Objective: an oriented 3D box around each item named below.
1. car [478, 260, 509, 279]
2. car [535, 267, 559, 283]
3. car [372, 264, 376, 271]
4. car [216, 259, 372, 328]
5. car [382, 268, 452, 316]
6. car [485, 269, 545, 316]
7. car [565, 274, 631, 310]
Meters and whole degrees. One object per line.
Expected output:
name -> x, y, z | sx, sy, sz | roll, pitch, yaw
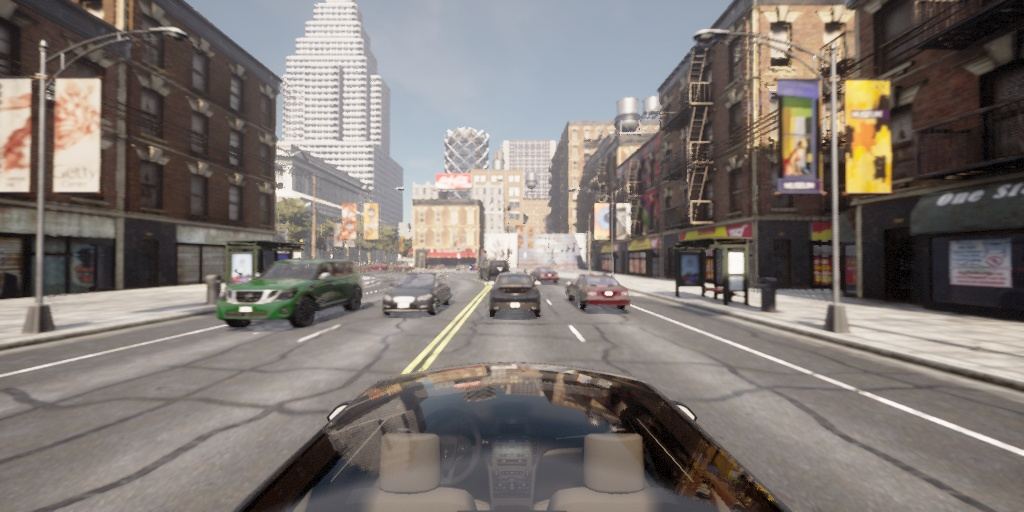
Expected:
car -> -1.930, 1.423, 36.721 | 2.150, 2.045, 5.566 | 1, -1, -17
car -> 2.705, 1.696, 32.498 | 2.033, 1.411, 5.357 | 0, -1, -10
car -> -24.412, 2.023, 57.109 | 4.181, 1.385, 1.994 | 0, -1, 28
car -> -7.092, 1.106, 12.316 | 2.150, 2.045, 5.566 | 0, -1, 0
car -> -3.617, 1.404, 14.351 | 2.128, 1.511, 4.902 | 0, -1, 0
car -> 0.106, 1.417, 14.297 | 1.837, 1.490, 4.892 | 0, -1, 0
car -> 3.611, 1.481, 15.886 | 2.033, 1.411, 5.357 | 0, -1, 0
